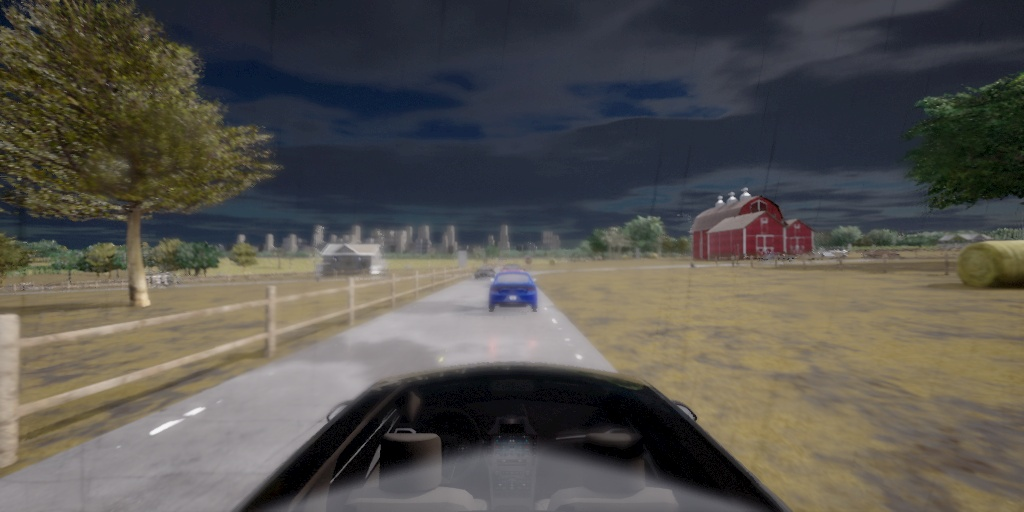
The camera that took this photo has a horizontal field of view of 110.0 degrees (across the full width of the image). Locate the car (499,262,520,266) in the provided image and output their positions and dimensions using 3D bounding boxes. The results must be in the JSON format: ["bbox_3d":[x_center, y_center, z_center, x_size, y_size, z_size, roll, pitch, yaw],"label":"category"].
[{"bbox_3d":[0.044,1.422,29.104,2.097,1.767,4.553,0,-1,0],"label":"car"}]

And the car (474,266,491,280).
[{"bbox_3d":[-2.799,1.743,37.693,1.994,1.385,4.181,0,-1,0],"label":"car"}]

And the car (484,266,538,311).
[{"bbox_3d":[0.055,1.387,15.388,1.882,1.535,5.008,0,0,0],"label":"car"}]
